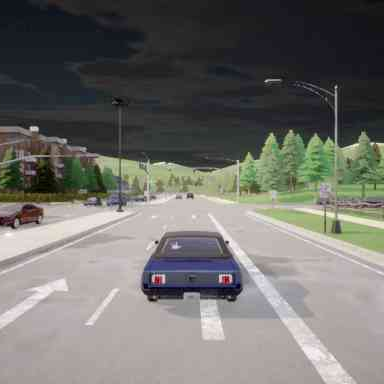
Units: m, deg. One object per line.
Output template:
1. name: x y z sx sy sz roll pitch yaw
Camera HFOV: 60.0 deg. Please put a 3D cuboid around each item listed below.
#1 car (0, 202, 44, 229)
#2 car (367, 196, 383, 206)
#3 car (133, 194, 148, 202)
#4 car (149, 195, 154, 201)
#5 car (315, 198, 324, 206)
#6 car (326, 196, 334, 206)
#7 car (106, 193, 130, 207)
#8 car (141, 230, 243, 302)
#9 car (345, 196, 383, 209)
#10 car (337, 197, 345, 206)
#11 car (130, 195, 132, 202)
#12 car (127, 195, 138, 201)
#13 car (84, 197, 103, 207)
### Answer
1. car: -11.553 1.478 21.800 1.882 1.535 5.008 0 0 0
2. car: 32.138 1.491 55.495 4.902 1.511 2.128 0 0 0
3. car: -11.670 1.478 76.125 1.882 1.535 5.008 0 0 -1
4. car: -11.837 1.540 87.220 2.033 1.411 5.357 0 0 -1
5. car: 23.020 1.491 55.449 4.902 1.511 2.128 0 0 0
6. car: 24.139 1.491 51.960 4.902 1.511 2.128 0 0 0
7. car: -11.588 1.222 51.240 2.150 2.045 5.566 0 0 0
8. car: 0.001 1.601 8.240 1.895 1.301 4.718 0 0 0
9. car: 23.847 1.352 44.960 4.553 1.767 2.097 0 0 0
10. car: 23.931 1.601 48.460 4.718 1.301 1.895 0 0 0
11. car: -15.167 1.478 75.888 1.882 1.535 5.008 0 0 -1
12. car: -15.320 1.525 86.049 2.128 1.511 4.902 0 0 -1
13. car: -15.077 1.525 50.871 1.812 1.442 4.674 0 0 0
